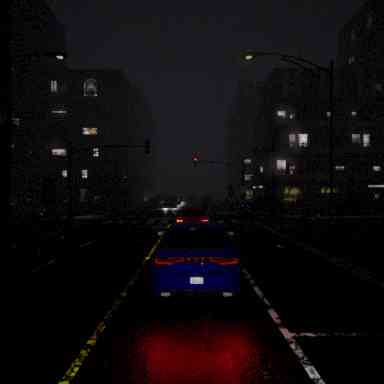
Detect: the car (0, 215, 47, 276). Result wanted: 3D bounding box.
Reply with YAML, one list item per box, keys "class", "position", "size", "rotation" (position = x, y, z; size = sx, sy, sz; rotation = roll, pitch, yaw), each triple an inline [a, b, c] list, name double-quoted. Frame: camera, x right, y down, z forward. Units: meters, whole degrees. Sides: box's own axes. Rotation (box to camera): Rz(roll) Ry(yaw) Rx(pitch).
- class: "car"
  position: [-5.750, 1.582, 9.796]
  size: [1.802, 1.307, 4.206]
  rotation: [0, 0, 0]

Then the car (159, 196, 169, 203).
- class: "car"
  position: [-5.761, 1.551, 68.697]
  size: [1.752, 1.417, 4.829]
  rotation: [0, 0, 0]

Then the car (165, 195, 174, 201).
- class: "car"
  position: [-5.779, 1.480, 85.915]
  size: [1.967, 1.590, 4.097]
  rotation: [0, 0, 0]

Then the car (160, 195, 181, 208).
- class: "car"
  position: [-3.130, 1.560, 49.190]
  size: [2.033, 1.411, 5.357]
  rotation: [0, 0, -1]

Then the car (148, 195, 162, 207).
- class: "car"
  position: [-5.743, 1.580, 51.819]
  size: [1.947, 1.339, 4.313]
  rotation: [0, 0, 0]

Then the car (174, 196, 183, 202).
- class: "car"
  position: [-3.082, 1.621, 78.519]
  size: [1.895, 1.301, 4.718]
  rotation: [0, 0, 0]

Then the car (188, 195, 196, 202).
- class: "car"
  position: [-0.081, 1.513, 80.399]
  size: [1.882, 1.535, 5.008]
  rotation: [0, 0, 0]

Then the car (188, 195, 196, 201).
- class: "car"
  position: [-0.092, 1.570, 90.509]
  size: [2.128, 1.511, 4.902]
  rotation: [0, 0, 0]

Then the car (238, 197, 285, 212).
- class: "car"
  position: [7.368, 1.343, 35.515]
  size: [4.892, 1.490, 1.837]
  rotation: [-1, 0, -1]

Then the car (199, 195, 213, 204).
- class: "car"
  position: [2.630, 1.458, 57.512]
  size: [1.967, 1.590, 4.097]
  rotation: [0, 0, 0]

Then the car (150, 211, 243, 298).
- class: "car"
  position: [0.094, 1.477, 8.590]
  size: [1.882, 1.535, 5.008]
  rotation: [0, 0, 0]

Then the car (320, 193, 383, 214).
- class: "car"
  position: [14.664, 1.029, 29.778]
  size: [5.009, 1.841, 2.192]
  rotation: [-1, 1, -1]

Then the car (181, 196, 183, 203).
- class: "car"
  position: [-3.139, 1.370, 58.672]
  size: [2.097, 1.767, 4.553]
  rotation: [0, 0, 0]

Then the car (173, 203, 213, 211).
- class: "car"
  position: [0.080, 1.526, 17.931]
  size: [1.812, 1.442, 4.674]
  rotation: [0, 0, 1]

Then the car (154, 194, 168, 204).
- class: "car"
  position: [-5.756, 1.336, 63.184]
  size: [2.192, 1.841, 5.009]
  rotation: [0, 0, 0]

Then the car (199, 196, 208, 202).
- class: "car"
  position: [2.614, 1.612, 74.560]
  size: [1.802, 1.307, 4.206]
  rotation: [0, 0, 0]

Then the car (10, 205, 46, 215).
- class: "car"
  position: [-16.708, 1.888, 32.080]
  size: [4.718, 1.301, 1.895]
  rotation: [-1, 0, -1]

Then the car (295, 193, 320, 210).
- class: "car"
  position: [14.521, 1.015, 38.156]
  size: [5.009, 1.841, 2.192]
  rotation: [-1, 1, -1]

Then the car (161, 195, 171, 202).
- class: "car"
  position: [-5.767, 1.470, 74.549]
  size: [1.967, 1.590, 4.097]
  rotation: [0, 0, 0]

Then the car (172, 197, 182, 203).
- class: "car"
  position: [-3.081, 1.626, 68.180]
  size: [1.895, 1.301, 4.718]
  rotation: [0, 0, 0]
